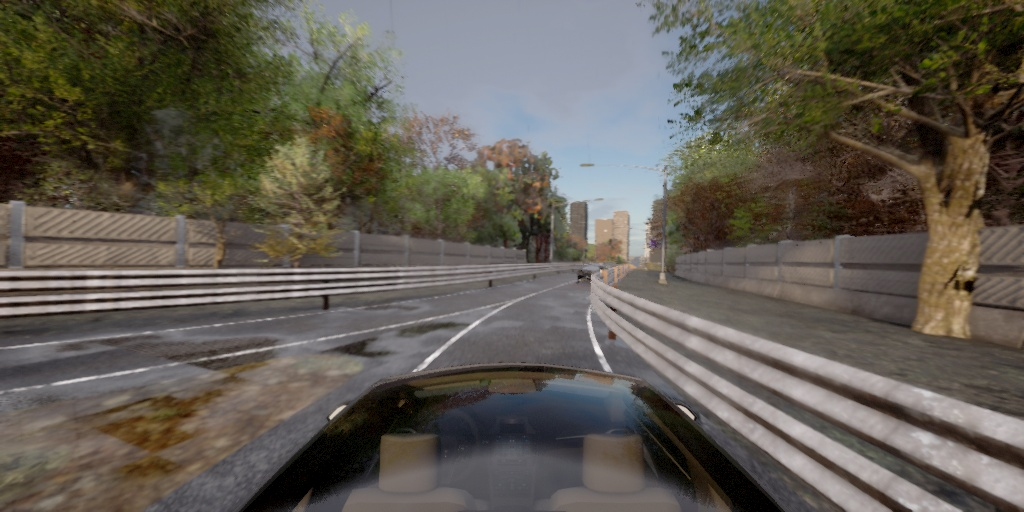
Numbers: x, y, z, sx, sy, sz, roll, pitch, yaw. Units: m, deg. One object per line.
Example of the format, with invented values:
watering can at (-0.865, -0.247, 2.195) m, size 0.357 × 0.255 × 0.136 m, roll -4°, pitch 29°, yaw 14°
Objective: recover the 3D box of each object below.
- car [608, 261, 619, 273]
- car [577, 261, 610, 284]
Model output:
car at (12.962, 1.513, 47.449) m, size 2.097 × 1.767 × 4.553 m, roll 2°, pitch 0°, yaw 19°
car at (6.524, 1.429, 29.167) m, size 1.882 × 1.535 × 5.008 m, roll 2°, pitch 0°, yaw 20°
